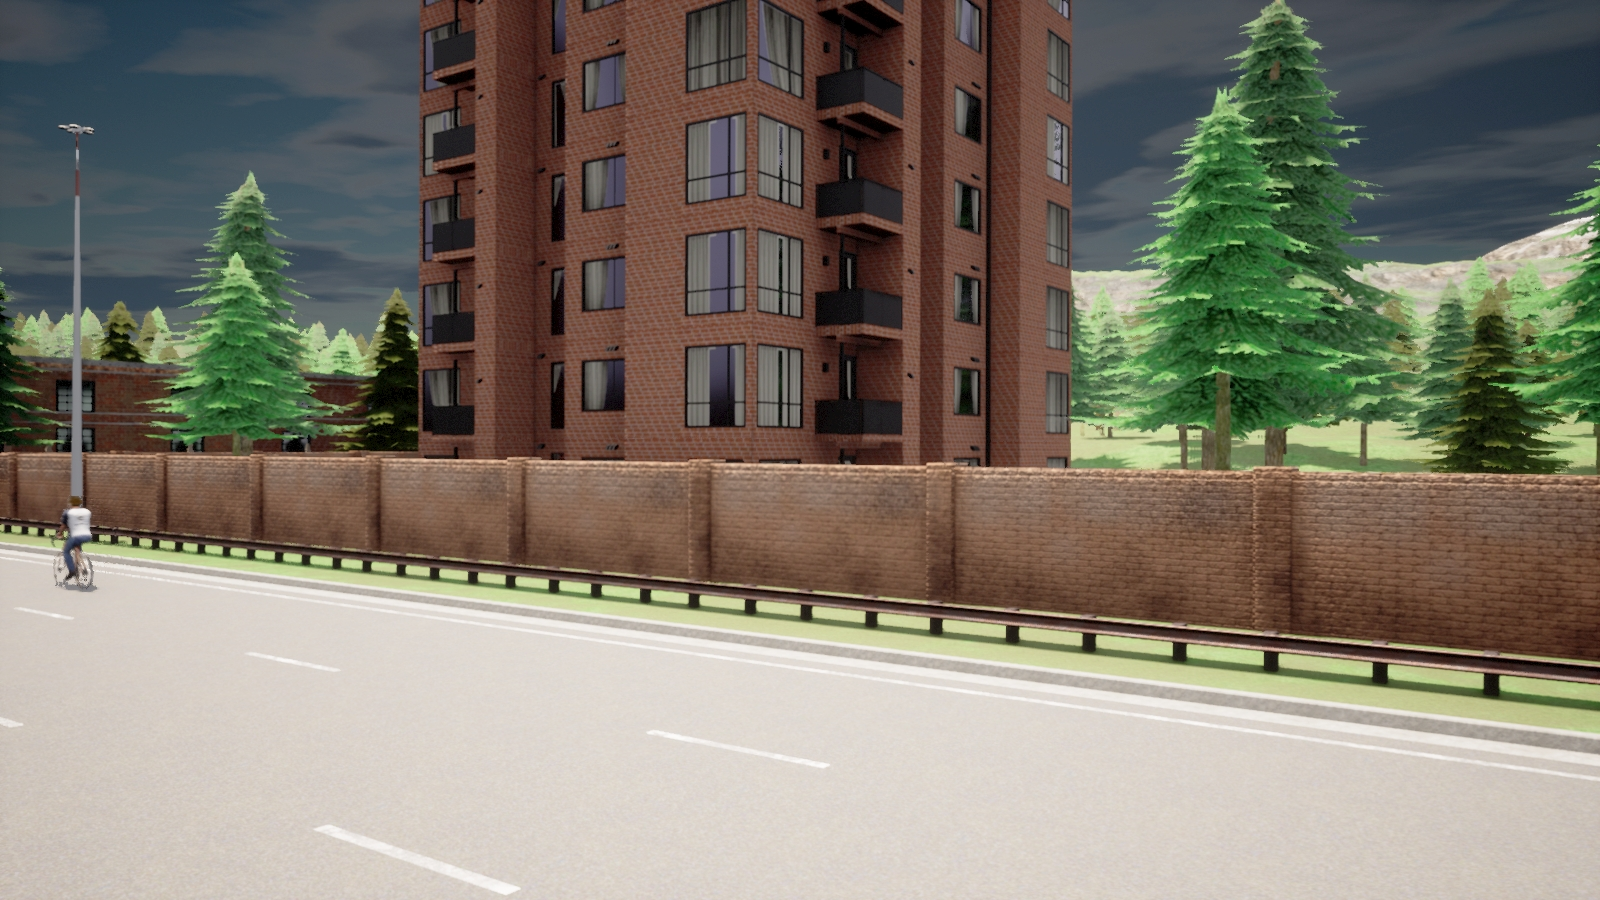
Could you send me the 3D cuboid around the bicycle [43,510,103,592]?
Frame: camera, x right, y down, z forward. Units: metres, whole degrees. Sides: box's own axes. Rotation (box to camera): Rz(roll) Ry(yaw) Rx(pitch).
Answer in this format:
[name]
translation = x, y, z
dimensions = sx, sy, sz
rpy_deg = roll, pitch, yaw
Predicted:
[bicycle]
translation = -14.222, 1.954, 22.341
dimensions = 1.643, 1.496, 0.373
rpy_deg = 0, 0, 34
